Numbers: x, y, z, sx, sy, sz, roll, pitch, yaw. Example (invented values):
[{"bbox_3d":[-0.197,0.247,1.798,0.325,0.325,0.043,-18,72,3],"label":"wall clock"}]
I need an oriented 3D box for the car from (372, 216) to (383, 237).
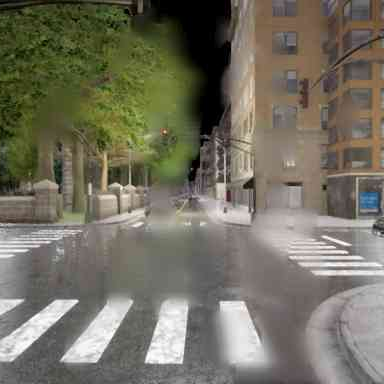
[{"bbox_3d":[11.004,1.366,15.590,4.553,1.767,2.097,0,0,0],"label":"car"}]

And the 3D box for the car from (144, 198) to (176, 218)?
[{"bbox_3d":[-3.004,1.526,30.668,2.033,1.411,5.357,0,0,4],"label":"car"}]

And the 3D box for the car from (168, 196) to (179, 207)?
[{"bbox_3d":[-3.004,1.464,40.740,1.837,1.490,4.892,0,0,0],"label":"car"}]

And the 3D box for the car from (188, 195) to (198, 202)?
[{"bbox_3d":[0.198,1.422,70.777,1.812,1.442,4.674,0,0,0],"label":"car"}]
